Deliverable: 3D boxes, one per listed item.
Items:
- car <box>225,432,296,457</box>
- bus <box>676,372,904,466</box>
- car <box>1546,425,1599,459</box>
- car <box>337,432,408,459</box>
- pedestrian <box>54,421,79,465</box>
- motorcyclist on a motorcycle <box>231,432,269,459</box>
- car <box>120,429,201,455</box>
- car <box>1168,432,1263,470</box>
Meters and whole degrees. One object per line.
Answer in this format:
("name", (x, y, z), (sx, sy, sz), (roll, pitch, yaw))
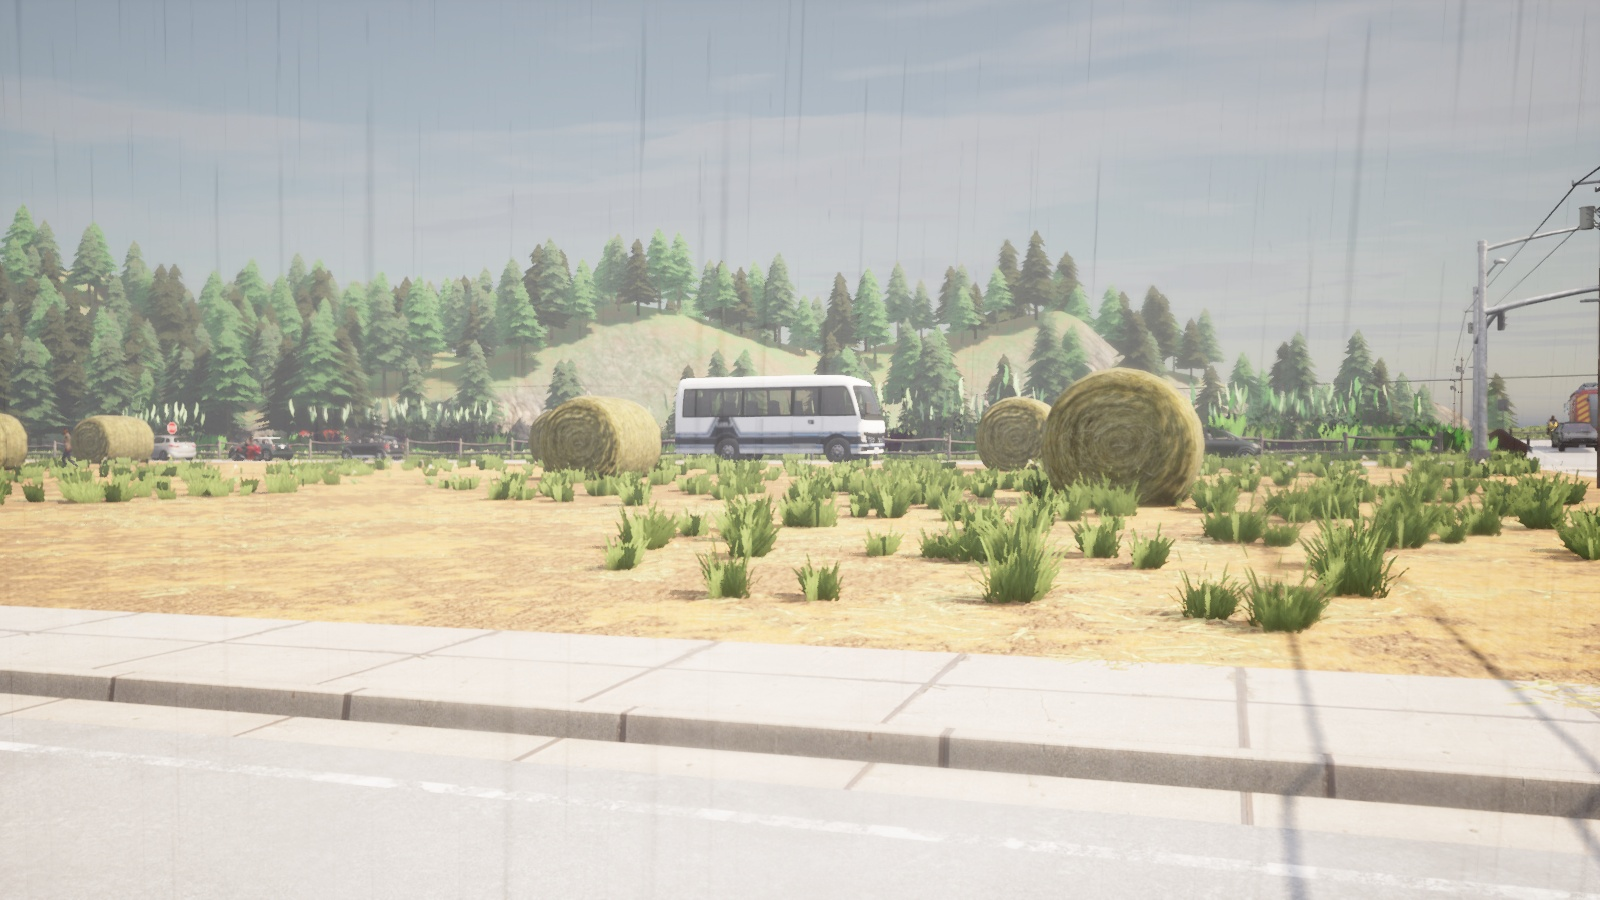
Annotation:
("car", (-33.515, -0.354, 77.995), (3.806, 1.475, 1.970), (0, 1, 22))
("bus", (-0.492, -1.445, 60.562), (10.273, 4.253, 3.944), (0, 1, 22))
("car", (39.481, -0.437, 63.938), (2.033, 1.411, 5.357), (0, 4, 25))
("car", (-25.417, -0.293, 74.654), (3.705, 1.549, 1.789), (0, 1, 22))
("pedestrian", (-30.368, -0.285, 52.014), (0.869, 1.805, 0.328), (0, 1, -27))
("motorcyclist on a motorcycle", (-32.283, -0.274, 73.700), (2.044, 1.523, 0.797), (0, 1, 22))
("car", (-41.351, -0.521, 81.225), (4.611, 1.667, 2.242), (0, 1, 23))
("car", (17.588, 0.016, 53.122), (3.705, 1.549, 1.789), (0, 1, 23))
